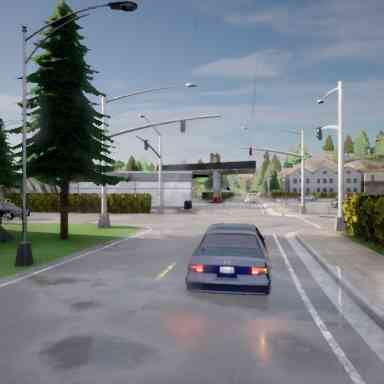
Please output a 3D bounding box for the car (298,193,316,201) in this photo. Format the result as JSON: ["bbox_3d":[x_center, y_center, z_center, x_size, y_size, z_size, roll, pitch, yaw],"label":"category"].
[{"bbox_3d":[27.398,1.077,79.257,3.866,1.878,1.905,0,0,10],"label":"car"}]

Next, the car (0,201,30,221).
[{"bbox_3d":[-15.737,1.491,27.210,4.902,1.511,2.128,0,0,10],"label":"car"}]

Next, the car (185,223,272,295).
[{"bbox_3d":[1.093,1.547,8.884,2.033,1.411,5.357,0,0,10],"label":"car"}]

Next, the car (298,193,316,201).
[{"bbox_3d":[26.214,1.361,76.091,3.806,1.475,1.970,0,0,10],"label":"car"}]

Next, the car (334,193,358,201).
[{"bbox_3d":[34.568,1.097,74.643,4.605,1.855,1.932,0,0,10],"label":"car"}]

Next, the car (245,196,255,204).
[{"bbox_3d":[11.231,1.525,64.763,1.812,1.442,4.674,0,0,10],"label":"car"}]

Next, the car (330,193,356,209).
[{"bbox_3d":[20.262,1.330,42.355,5.027,1.636,2.152,0,0,10],"label":"car"}]
